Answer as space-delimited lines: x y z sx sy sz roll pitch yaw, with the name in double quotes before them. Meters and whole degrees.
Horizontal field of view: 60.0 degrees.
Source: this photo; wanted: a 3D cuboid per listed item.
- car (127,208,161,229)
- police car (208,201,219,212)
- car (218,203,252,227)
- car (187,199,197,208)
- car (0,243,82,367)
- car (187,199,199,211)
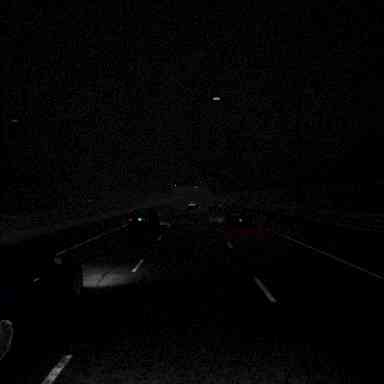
"car" -3.399 1.887 24.172 2.033 1.411 5.357 0 -1 0
"police car" 3.504 2.197 50.896 2.038 1.542 4.974 0 -1 0
"car" 3.533 1.863 26.269 2.128 1.511 4.902 0 -1 1
"car" 0.003 2.258 67.686 2.097 1.767 4.553 0 -1 0
"car" -3.399 1.606 5.683 1.812 1.442 4.674 0 -1 0
"car" 0.102 2.216 53.555 2.128 1.511 4.902 0 -1 0
